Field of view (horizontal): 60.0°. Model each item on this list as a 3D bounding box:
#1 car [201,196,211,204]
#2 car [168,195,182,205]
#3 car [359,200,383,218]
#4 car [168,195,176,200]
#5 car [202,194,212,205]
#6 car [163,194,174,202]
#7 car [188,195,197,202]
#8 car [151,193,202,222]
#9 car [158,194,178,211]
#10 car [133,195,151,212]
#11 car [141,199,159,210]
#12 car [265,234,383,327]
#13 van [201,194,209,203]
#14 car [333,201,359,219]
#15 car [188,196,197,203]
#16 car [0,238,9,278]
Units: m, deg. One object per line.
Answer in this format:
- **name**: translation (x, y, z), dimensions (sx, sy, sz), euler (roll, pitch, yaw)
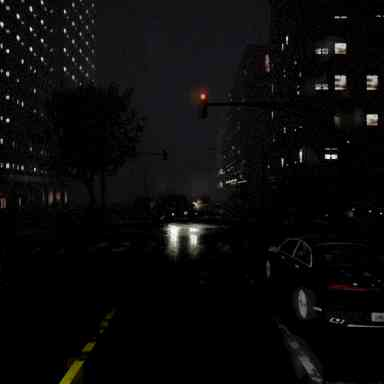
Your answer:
- **car**: translation (2.792, 1.578, 67.101), dimensions (1.752, 1.417, 4.829), euler (0, 0, 0)
- **car**: translation (-2.987, 1.392, 58.722), dimensions (2.097, 1.767, 4.553), euler (0, 0, 0)
- **car**: translation (15.473, 0.994, 23.757), dimensions (5.566, 2.045, 2.150), euler (-1, 0, 0)
- **car**: translation (-5.548, 1.654, 94.558), dimensions (2.008, 1.369, 4.403), euler (0, 0, 0)
- **car**: translation (2.783, 1.610, 61.408), dimensions (1.947, 1.339, 4.313), euler (0, 0, 0)
- **car**: translation (-5.573, 1.385, 77.990), dimensions (2.192, 1.841, 5.009), euler (0, 0, 0)
- **car**: translation (0.121, 1.447, 79.065), dimensions (2.128, 1.511, 4.902), euler (0, 0, 0)
- **car**: translation (-1.420, 1.234, 27.219), dimensions (2.150, 2.045, 5.566), euler (-1, 0, -20)
- **car**: translation (-3.031, 1.244, 42.944), dimensions (2.150, 2.045, 5.566), euler (0, 0, 0)
- **car**: translation (-5.632, 1.336, 39.330), dimensions (2.192, 1.841, 5.009), euler (0, 0, 0)
- **car**: translation (-5.623, 1.592, 44.853), dimensions (1.947, 1.339, 4.313), euler (0, 0, 0)
- **car**: translation (2.700, 1.551, 6.929), dimensions (2.008, 1.369, 4.403), euler (0, 0, 0)
- **van**: translation (2.799, 1.402, 72.455), dimensions (1.690, 1.788, 3.998), euler (0, 0, 0)
- **car**: translation (13.466, 1.350, 26.318), dimensions (4.403, 1.369, 2.008), euler (-1, 1, 0)
- **car**: translation (0.104, 1.581, 69.058), dimensions (1.812, 1.442, 4.674), euler (0, 0, 0)
- **car**: translation (-5.680, 1.545, 6.942), dimensions (1.887, 1.381, 4.507), euler (0, 0, 0)
